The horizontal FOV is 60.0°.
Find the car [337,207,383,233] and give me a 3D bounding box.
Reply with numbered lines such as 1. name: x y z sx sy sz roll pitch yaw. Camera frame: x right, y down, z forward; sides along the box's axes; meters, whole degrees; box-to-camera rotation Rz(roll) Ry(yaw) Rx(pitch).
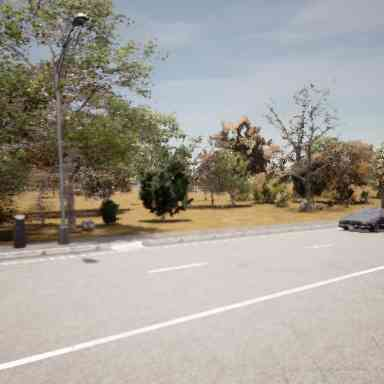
1. car: 11.284 1.664 20.640 5.357 1.411 2.033 0 0 -36
